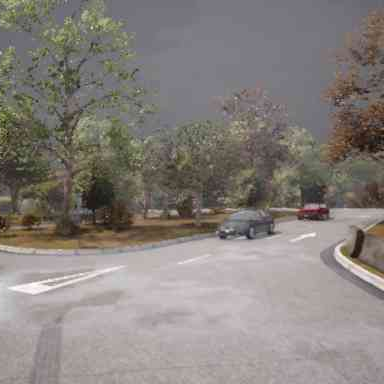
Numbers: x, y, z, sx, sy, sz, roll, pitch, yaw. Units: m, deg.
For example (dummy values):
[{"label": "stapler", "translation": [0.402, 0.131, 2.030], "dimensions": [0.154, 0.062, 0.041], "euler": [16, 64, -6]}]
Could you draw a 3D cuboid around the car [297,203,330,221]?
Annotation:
[{"label": "car", "translation": [11.065, 1.760, 30.191], "dimensions": [1.882, 1.535, 5.008], "euler": [-4, -3, 35]}]

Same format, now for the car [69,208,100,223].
[{"label": "car", "translation": [-12.242, 2.601, 37.210], "dimensions": [1.837, 1.490, 4.892], "euler": [-4, -2, 36]}]

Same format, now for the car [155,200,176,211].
[{"label": "car", "translation": [-4.611, 2.552, 63.081], "dimensions": [5.566, 2.045, 2.150], "euler": [-4, -4, 42]}]

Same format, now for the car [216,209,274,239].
[{"label": "car", "translation": [3.122, 1.754, 18.849], "dimensions": [1.837, 1.490, 4.892], "euler": [-4, -3, 34]}]
